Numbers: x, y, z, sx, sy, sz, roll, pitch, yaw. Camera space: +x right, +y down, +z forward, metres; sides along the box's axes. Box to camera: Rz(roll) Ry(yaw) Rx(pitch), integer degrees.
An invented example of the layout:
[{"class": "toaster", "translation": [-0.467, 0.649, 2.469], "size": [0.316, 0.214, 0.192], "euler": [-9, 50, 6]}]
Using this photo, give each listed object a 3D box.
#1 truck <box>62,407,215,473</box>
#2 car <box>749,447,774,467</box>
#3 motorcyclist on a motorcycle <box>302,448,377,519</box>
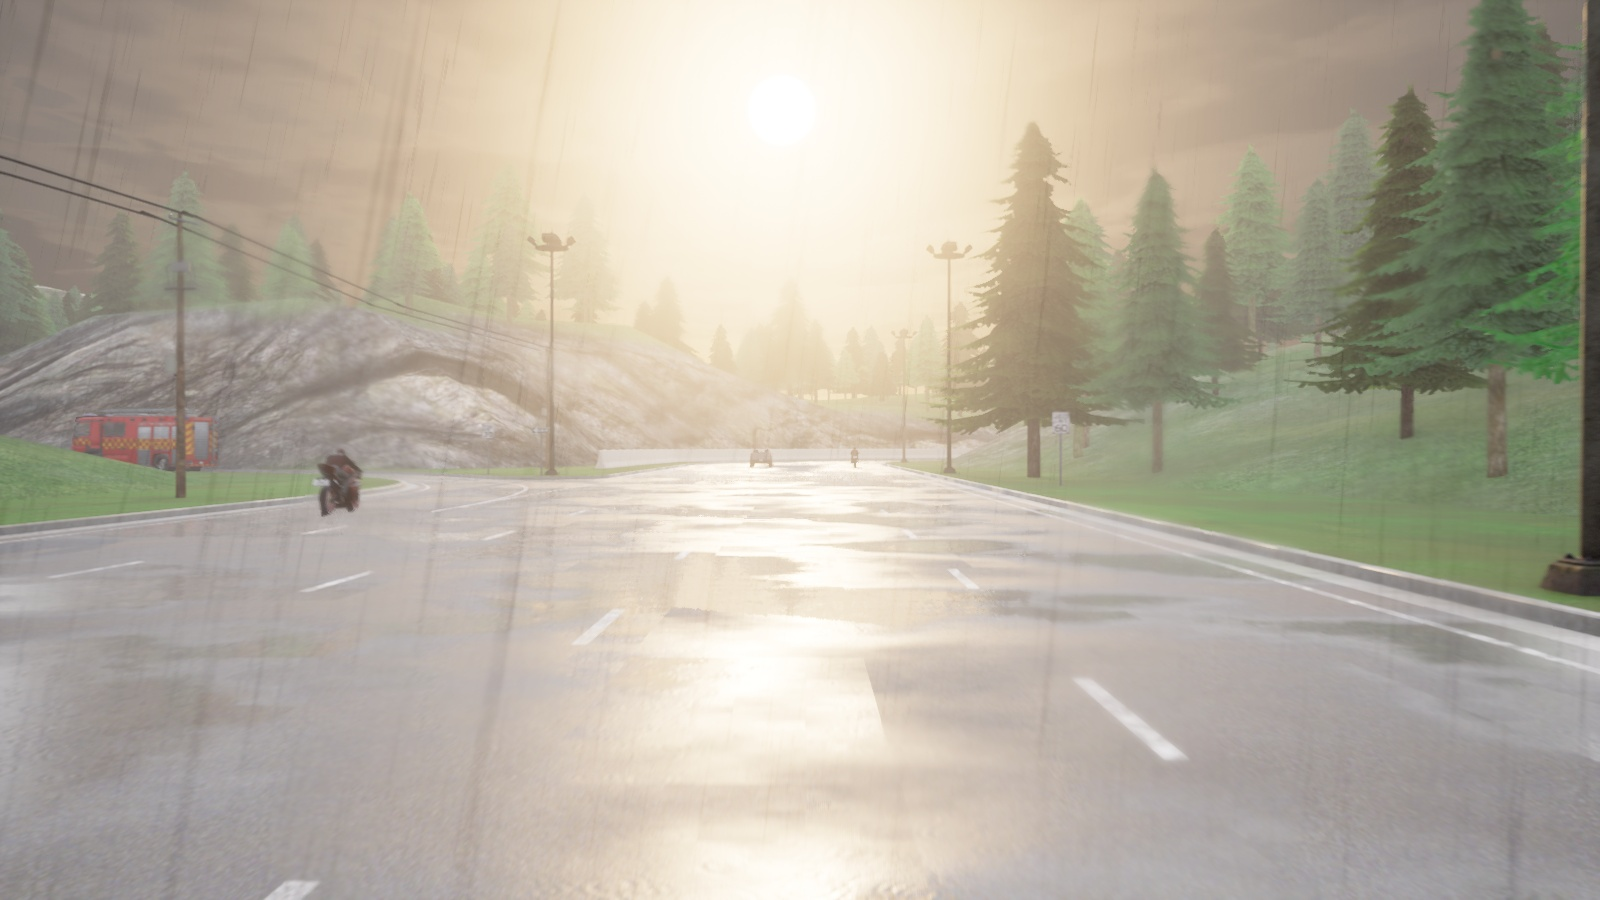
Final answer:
[{"class": "truck", "translation": [-39.797, -0.608, 75.595], "size": [8.468, 3.827, 2.891], "euler": [0, 0, 15]}, {"class": "car", "translation": [-2.929, 0.557, 96.258], "size": [1.845, 1.501, 3.633], "euler": [0, 0, 0]}, {"class": "motorcyclist on a motorcycle", "translation": [-10.322, 0.715, 28.248], "size": [0.866, 1.530, 2.191], "euler": [0, 0, 0]}]
